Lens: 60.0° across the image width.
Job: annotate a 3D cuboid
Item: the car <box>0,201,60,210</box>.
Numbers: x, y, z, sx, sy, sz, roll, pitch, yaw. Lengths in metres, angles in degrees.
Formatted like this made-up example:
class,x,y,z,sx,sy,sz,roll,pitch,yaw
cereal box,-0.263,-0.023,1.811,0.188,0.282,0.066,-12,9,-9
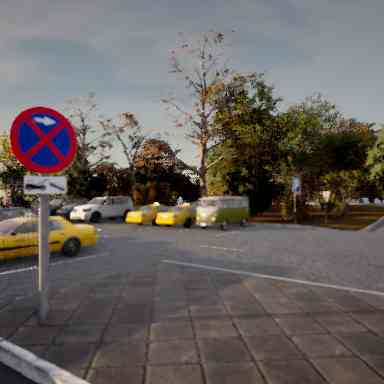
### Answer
class,x,y,z,sx,sy,sz,roll,pitch,yaw
car,-7.980,1.416,13.020,2.185,1.767,4.553,-1,0,35

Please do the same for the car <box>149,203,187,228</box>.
class,x,y,z,sx,sy,sz,roll,pitch,yaw
car,-0.199,1.533,22.734,1.946,1.575,5.366,-1,0,35

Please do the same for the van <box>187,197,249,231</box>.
class,x,y,z,sx,sy,sz,roll,pitch,yaw
van,1.910,1.282,20.880,1.878,1.987,4.442,-1,0,35

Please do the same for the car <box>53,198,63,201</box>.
class,x,y,z,sx,sy,sz,roll,pitch,yaw
car,-11.657,1.532,30.505,2.435,2.045,5.566,-2,-1,35

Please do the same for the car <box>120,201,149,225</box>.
class,x,y,z,sx,sy,sz,roll,pitch,yaw
car,-2.375,1.566,24.266,1.946,1.575,5.366,-1,-1,35

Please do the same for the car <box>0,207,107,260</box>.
class,x,y,z,sx,sy,sz,roll,pitch,yaw
car,-5.717,1.509,11.164,1.946,1.575,5.366,-1,0,35

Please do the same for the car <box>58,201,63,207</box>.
class,x,y,z,sx,sy,sz,roll,pitch,yaw
car,-9.450,1.723,28.995,2.231,1.521,4.892,-2,-1,35

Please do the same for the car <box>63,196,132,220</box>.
class,x,y,z,sx,sy,sz,roll,pitch,yaw
car,-7.176,1.411,27.383,2.435,2.045,5.566,-2,-1,35
